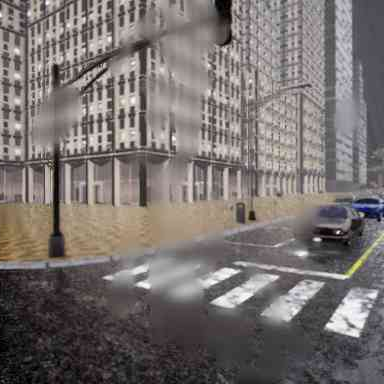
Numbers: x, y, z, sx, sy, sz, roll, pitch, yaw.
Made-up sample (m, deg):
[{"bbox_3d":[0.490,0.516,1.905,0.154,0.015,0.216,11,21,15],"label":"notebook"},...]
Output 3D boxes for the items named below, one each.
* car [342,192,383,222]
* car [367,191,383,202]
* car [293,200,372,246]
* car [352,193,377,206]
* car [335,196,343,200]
[{"bbox_3d":[11.710,1.025,22.157,1.882,1.535,5.008,0,1,35],"label":"car"},{"bbox_3d":[26.279,0.610,47.280,1.887,1.381,4.507,1,2,35],"label":"car"},{"bbox_3d":[5.989,1.263,14.051,2.033,1.411,5.357,0,1,35],"label":"car"},{"bbox_3d":[19.767,0.821,38.050,1.947,1.339,4.313,1,2,35],"label":"car"},{"bbox_3d":[13.256,1.012,28.820,1.947,1.339,4.313,1,2,35],"label":"car"}]
